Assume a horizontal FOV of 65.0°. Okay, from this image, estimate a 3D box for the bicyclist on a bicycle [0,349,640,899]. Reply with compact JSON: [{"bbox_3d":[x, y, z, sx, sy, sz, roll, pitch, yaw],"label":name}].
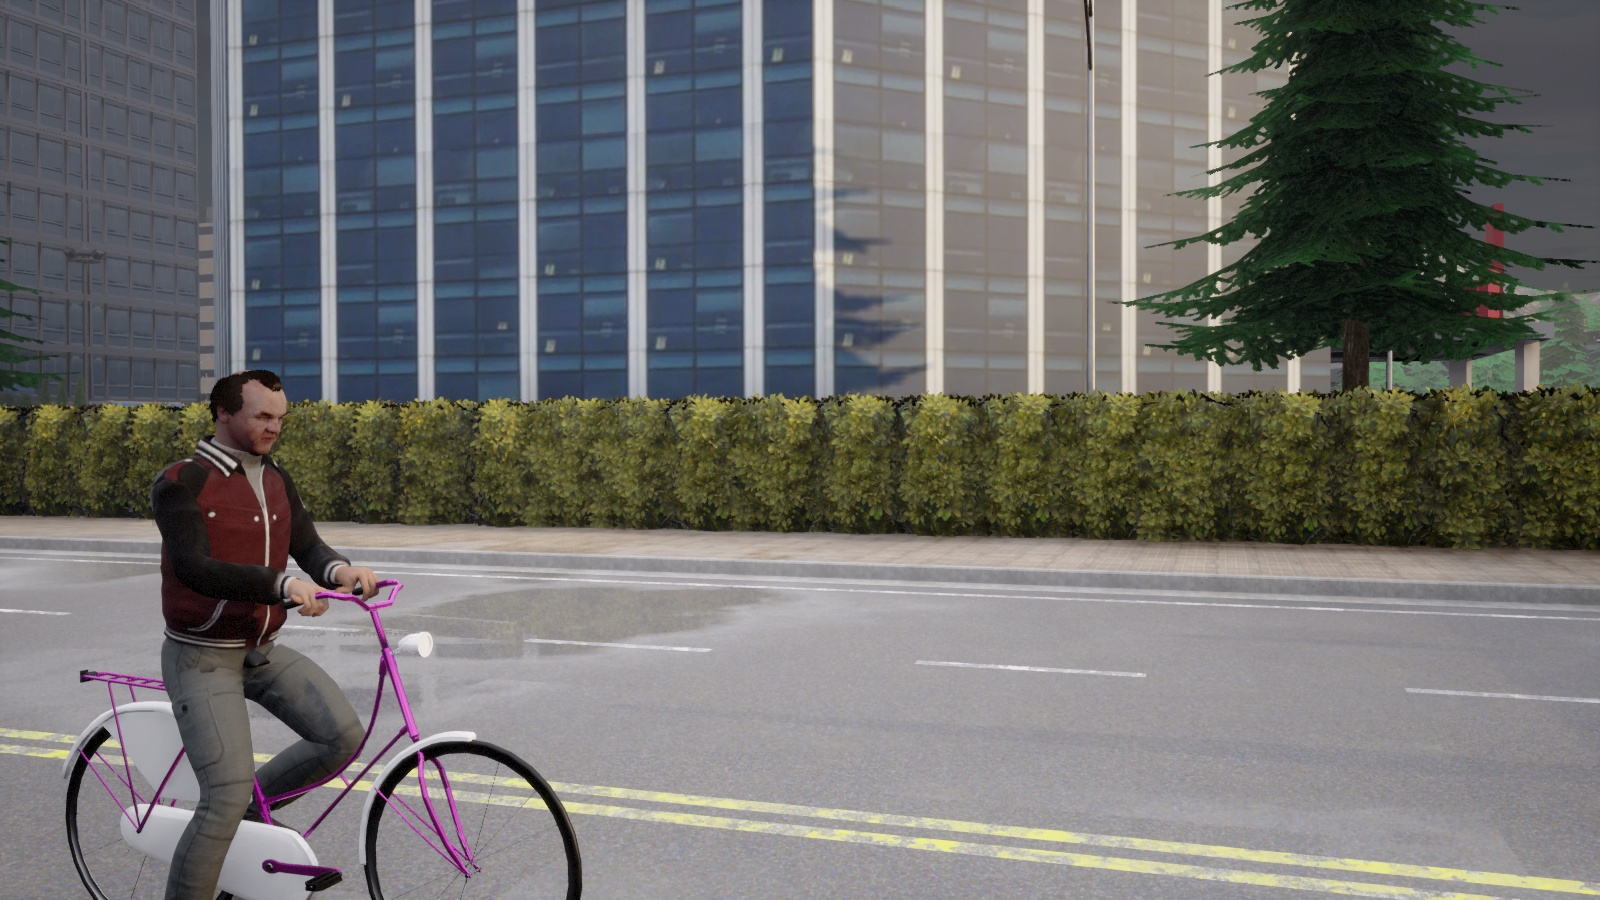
[{"bbox_3d":[-1.451,0.633,3.680,1.843,1.776,0.659,0,1,19],"label":"bicyclist on a bicycle"}]
